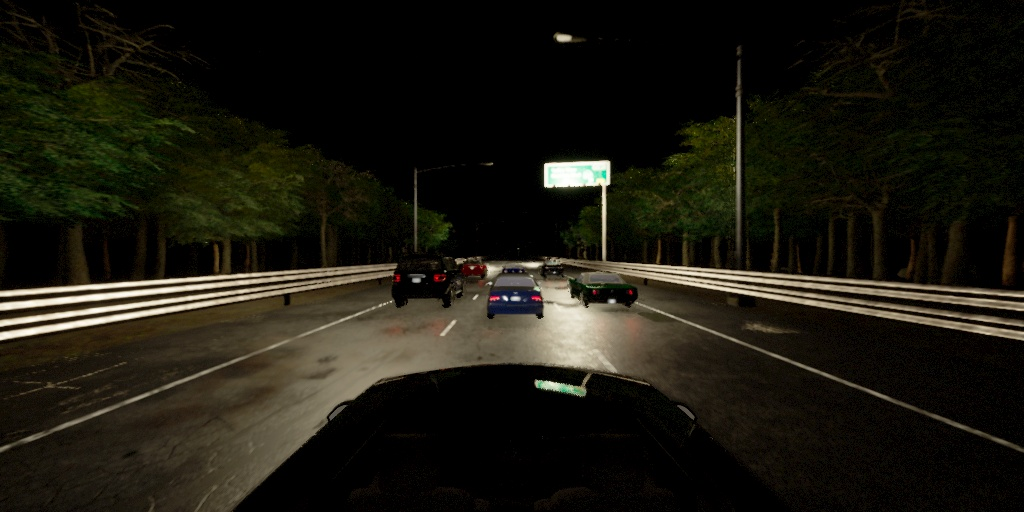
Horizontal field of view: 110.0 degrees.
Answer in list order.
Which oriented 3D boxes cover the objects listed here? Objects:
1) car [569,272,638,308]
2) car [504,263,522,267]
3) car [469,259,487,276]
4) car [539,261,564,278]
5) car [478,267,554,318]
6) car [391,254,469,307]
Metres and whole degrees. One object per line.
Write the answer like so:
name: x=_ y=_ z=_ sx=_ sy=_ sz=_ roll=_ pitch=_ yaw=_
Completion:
car: x=3.605 y=1.333 z=15.122 sx=1.895 sy=1.301 sz=4.718 roll=0 pitch=0 yaw=0
car: x=0.109 y=1.302 z=31.504 sx=1.895 sy=1.301 sz=4.718 roll=0 pitch=0 yaw=0
car: x=-3.386 y=1.050 z=32.654 sx=2.097 sy=1.767 sz=4.553 roll=0 pitch=0 yaw=0
car: x=3.613 y=1.189 z=32.901 sx=2.128 sy=1.511 sz=4.902 roll=0 pitch=0 yaw=0
car: x=0.104 y=1.282 z=12.901 sx=2.033 sy=1.411 sz=5.357 roll=0 pitch=0 yaw=0
car: x=-3.395 y=0.953 z=15.427 sx=2.150 sy=2.045 sz=5.566 roll=0 pitch=0 yaw=0
